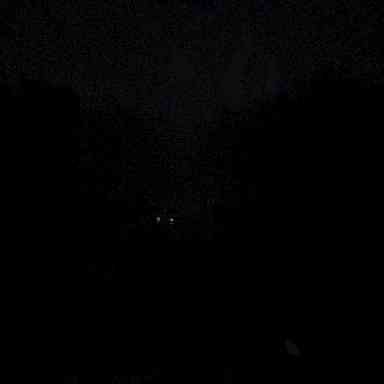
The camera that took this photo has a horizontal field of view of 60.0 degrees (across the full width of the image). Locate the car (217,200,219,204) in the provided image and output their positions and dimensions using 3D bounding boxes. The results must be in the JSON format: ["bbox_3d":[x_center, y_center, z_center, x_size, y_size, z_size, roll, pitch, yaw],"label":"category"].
[{"bbox_3d":[5.674,2.375,84.149,2.033,1.411,5.357,2,-1,12],"label":"car"}]

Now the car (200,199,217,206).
[{"bbox_3d":[3.679,2.247,73.373,1.837,1.490,4.892,2,-1,10],"label":"car"}]

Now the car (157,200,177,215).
[{"bbox_3d":[-2.803,1.720,37.905,1.837,1.490,4.892,2,0,2],"label":"car"}]

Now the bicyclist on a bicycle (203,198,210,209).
[{"bbox_3d":[2.131,1.958,54.980,0.582,1.620,1.656,2,-1,5],"label":"bicyclist on a bicycle"}]
